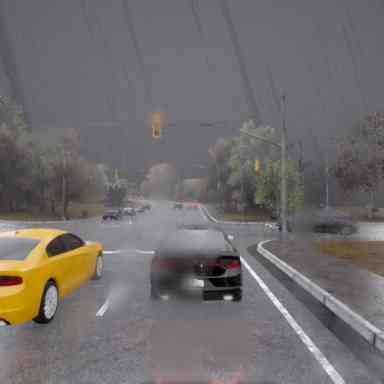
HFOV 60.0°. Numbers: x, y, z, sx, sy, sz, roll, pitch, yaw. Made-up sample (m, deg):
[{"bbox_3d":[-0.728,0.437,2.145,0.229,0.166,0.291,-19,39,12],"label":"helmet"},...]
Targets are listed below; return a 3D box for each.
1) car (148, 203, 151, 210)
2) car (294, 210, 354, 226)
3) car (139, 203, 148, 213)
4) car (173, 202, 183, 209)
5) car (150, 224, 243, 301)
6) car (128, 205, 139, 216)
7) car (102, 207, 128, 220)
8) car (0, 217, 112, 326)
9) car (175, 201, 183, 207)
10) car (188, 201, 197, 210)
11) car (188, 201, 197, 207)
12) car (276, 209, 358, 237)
[{"bbox_3d":[-10.338,3.228,75.322,2.033,1.411,5.357,0,0,0],"label":"car"},{"bbox_3d":[12.463,2.437,31.572,4.892,1.490,1.837,0,-2,0],"label":"car"},{"bbox_3d":[-10.402,3.244,64.741,2.128,1.511,4.902,0,0,1],"label":"car"},{"bbox_3d":[-3.335,3.181,76.688,1.837,1.490,4.892,0,0,0],"label":"car"},{"bbox_3d":[0.102,1.565,8.544,1.882,1.535,5.008,0,-1,0],"label":"car"},{"bbox_3d":[-10.466,3.210,54.637,1.812,1.442,4.674,0,-1,0],"label":"car"},{"bbox_3d":[-10.515,3.000,44.766,2.033,1.411,5.357,0,-2,1],"label":"car"},{"bbox_3d":[-3.405,1.543,7.302,1.882,1.535,5.008,0,-1,0],"label":"car"},{"bbox_3d":[-3.432,3.164,86.757,1.994,1.385,4.181,0,0,-3],"label":"car"},{"bbox_3d":[0.166,3.039,76.175,2.097,1.767,4.553,0,0,0],"label":"car"},{"bbox_3d":[0.084,3.159,86.333,2.033,1.411,5.357,0,0,-3],"label":"car"},{"bbox_3d":[7.768,1.979,20.844,4.892,1.490,1.837,0,-2,0],"label":"car"}]
